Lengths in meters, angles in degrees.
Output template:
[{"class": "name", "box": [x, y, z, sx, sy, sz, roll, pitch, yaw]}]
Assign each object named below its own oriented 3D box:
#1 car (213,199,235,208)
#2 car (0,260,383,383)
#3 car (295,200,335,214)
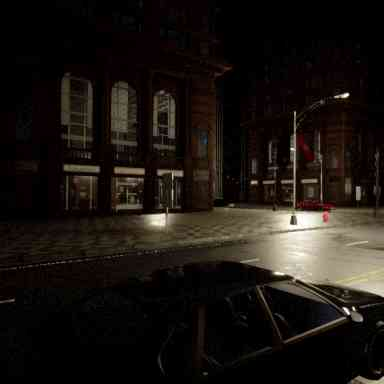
[{"class": "car", "box": [4.660, 1.779, 51.469, 1.812, 1.442, 4.674, 1, -1, -35]}, {"class": "car", "box": [0.394, 1.548, 3.723, 5.357, 1.411, 2.033, 0, 0, -36]}, {"class": "car", "box": [14.050, 1.706, 38.224, 1.812, 1.442, 4.674, 1, -1, -35]}]
